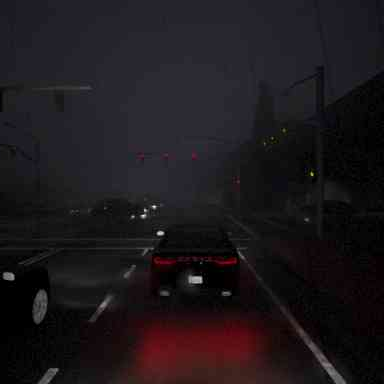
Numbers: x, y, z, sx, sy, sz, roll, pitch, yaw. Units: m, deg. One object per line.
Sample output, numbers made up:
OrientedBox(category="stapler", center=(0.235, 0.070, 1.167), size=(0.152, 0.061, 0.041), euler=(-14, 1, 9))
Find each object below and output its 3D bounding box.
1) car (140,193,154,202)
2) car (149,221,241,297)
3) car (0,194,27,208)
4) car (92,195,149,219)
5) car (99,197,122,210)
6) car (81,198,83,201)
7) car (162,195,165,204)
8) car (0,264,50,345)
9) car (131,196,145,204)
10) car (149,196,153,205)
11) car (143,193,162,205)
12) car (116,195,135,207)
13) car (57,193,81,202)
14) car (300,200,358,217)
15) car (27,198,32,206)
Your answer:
OrientedBox(category="car", center=(-9.873, 1.200, 73.904), size=(2.150, 2.045, 5.566), euler=(0, 0, 2))
OrientedBox(category="car", center=(0.070, 1.478, 8.635), size=(1.882, 1.535, 5.008), euler=(0, 0, 0))
OrientedBox(category="car", center=(-24.946, 1.153, 44.090), size=(4.605, 1.855, 1.932), euler=(0, 0, 0))
OrientedBox(category="car", center=(-6.353, 1.352, 29.050), size=(2.097, 1.767, 4.553), euler=(0, 0, 39))
OrientedBox(category="car", center=(-10.705, 1.505, 44.077), size=(1.837, 1.490, 4.892), euler=(0, 0, 1))
OrientedBox(category="car", center=(-24.888, 1.395, 69.503), size=(3.806, 1.475, 1.970), euler=(0, 0, 0))
OrientedBox(category="car", center=(-6.605, 1.352, 66.373), size=(2.097, 1.767, 4.553), euler=(0, 0, 2))
OrientedBox(category="car", center=(-3.440, 1.478, 3.903), size=(1.882, 1.535, 5.008), euler=(0, 0, 0))
OrientedBox(category="car", center=(-10.211, 1.526, 63.223), size=(1.812, 1.442, 4.674), euler=(0, 0, 2))
OrientedBox(category="car", center=(-7.157, 1.601, 46.712), size=(1.895, 1.301, 4.718), euler=(0, 0, 1))
OrientedBox(category="car", center=(-6.910, 1.352, 56.520), size=(2.097, 1.767, 4.553), euler=(0, 0, 2))
OrientedBox(category="car", center=(-10.513, 1.352, 53.077), size=(2.097, 1.767, 4.553), euler=(0, 0, 2))
OrientedBox(category="car", center=(-24.903, 1.156, 66.608), size=(3.866, 1.878, 1.905), euler=(0, 0, 0))
OrientedBox(category="car", center=(12.661, 1.478, 30.894), size=(5.008, 1.535, 1.882), euler=(0, 0, 0))
OrientedBox(category="car", center=(-24.888, 1.156, 46.985), size=(3.866, 1.878, 1.905), euler=(0, 0, 0))
